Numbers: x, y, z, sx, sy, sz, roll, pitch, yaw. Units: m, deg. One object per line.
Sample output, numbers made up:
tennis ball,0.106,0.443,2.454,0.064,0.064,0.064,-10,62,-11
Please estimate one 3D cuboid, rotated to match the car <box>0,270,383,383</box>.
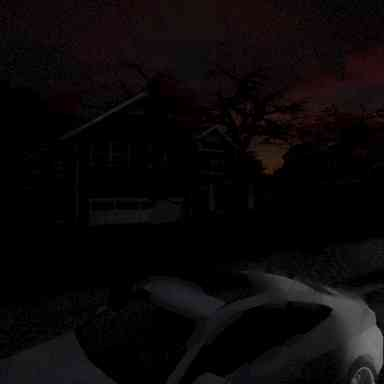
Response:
car,0.041,1.589,3.146,4.674,1.442,1.812,0,-1,-36
